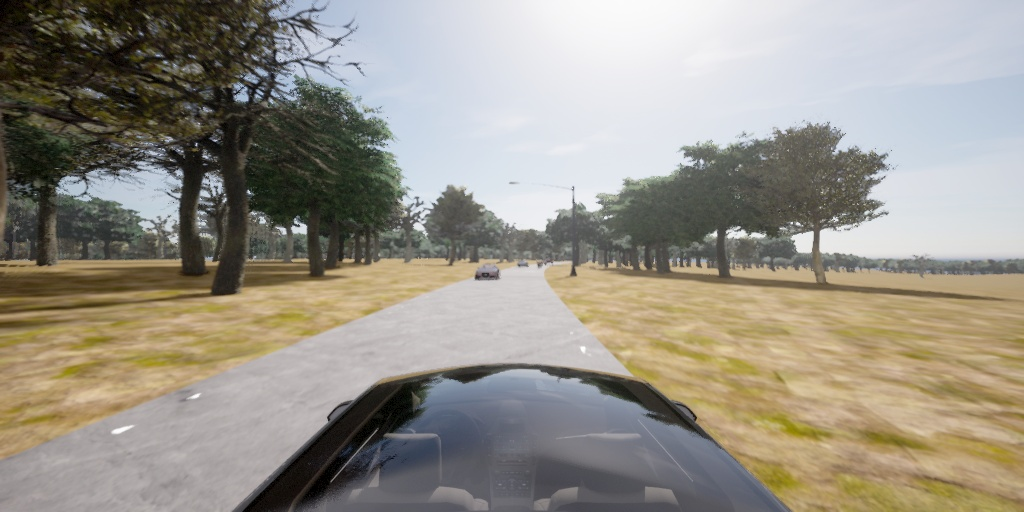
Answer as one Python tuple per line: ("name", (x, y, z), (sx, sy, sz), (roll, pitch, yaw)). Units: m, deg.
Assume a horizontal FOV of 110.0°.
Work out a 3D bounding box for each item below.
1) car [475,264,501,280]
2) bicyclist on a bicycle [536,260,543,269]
("car", (-2.091, 1.409, 31.992), (1.994, 1.385, 4.181), (0, 0, 4))
("bicyclist on a bicycle", (4.417, 1.427, 60.477), (0.866, 1.612, 1.509), (0, 0, 7))
